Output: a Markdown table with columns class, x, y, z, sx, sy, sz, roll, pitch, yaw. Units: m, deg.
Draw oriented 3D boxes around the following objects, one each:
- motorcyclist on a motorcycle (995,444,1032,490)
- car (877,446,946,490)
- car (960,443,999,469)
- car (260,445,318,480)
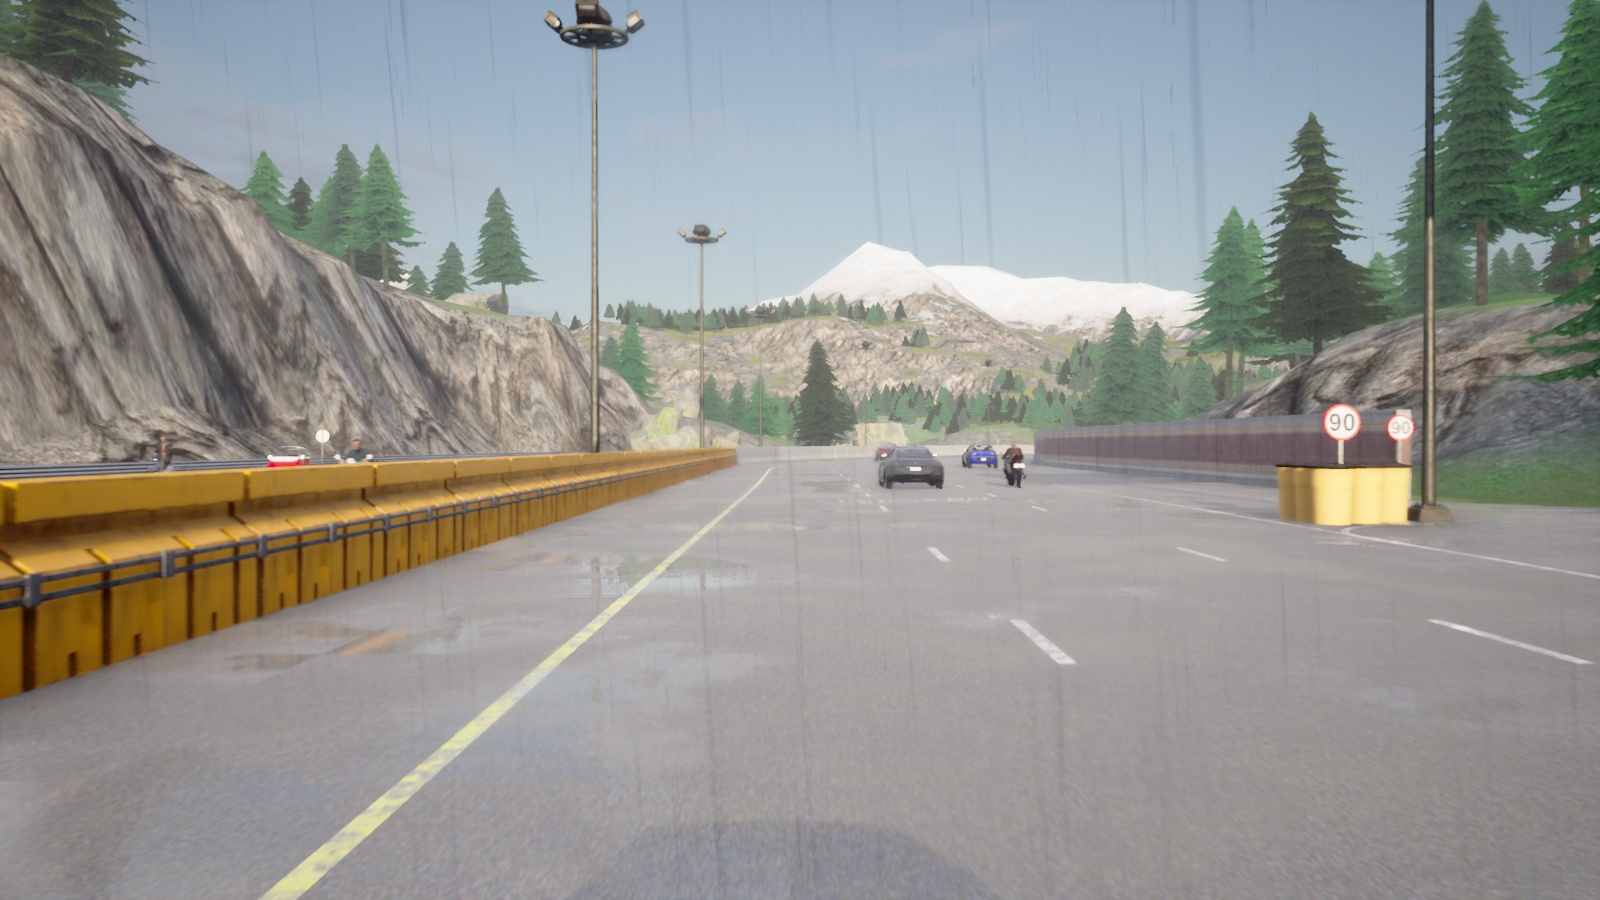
| class | x | y | z | sx | sy | sz | roll | pitch | yaw |
| --- | --- | --- | --- | --- | --- | --- | --- | --- | --- |
| motorcyclist on a motorcycle | 7.220 | 0.547 | 42.552 | 0.866 | 1.530 | 2.191 | 0 | 0 | 0 |
| car | 3.719 | 0.574 | 42.539 | 1.994 | 1.385 | 4.181 | 0 | 0 | 0 |
| car | 10.621 | 0.349 | 74.460 | 1.816 | 1.474 | 4.193 | 0 | 0 | 2 |
| car | -20.811 | 0.496 | 51.212 | 1.481 | 1.376 | 2.207 | 0 | 0 | 0 |
